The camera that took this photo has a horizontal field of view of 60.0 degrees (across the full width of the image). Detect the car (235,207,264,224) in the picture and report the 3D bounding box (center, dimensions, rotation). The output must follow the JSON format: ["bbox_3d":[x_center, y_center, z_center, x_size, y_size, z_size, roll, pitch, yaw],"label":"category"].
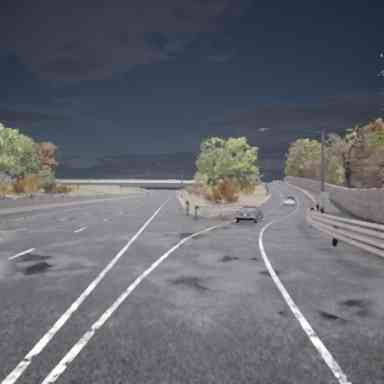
[{"bbox_3d":[5.204,2.003,29.547,2.033,1.411,5.357,1,-1,20],"label":"car"}]

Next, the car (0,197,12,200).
[{"bbox_3d":[-23.323,1.363,38.756,1.837,1.490,4.892,0,-1,-3],"label":"car"}]

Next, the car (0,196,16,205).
[{"bbox_3d":[-31.110,1.419,54.725,1.895,1.301,4.718,0,0,-3],"label":"car"}]

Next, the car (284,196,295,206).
[{"bbox_3d":[19.222,2.021,65.959,1.895,1.301,4.718,1,3,17],"label":"car"}]

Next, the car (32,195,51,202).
[{"bbox_3d":[-31.929,1.327,70.692,2.128,1.511,4.902,0,0,-3],"label":"car"}]

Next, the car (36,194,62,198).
[{"bbox_3d":[-24.197,1.425,56.533,1.994,1.385,4.181,0,0,-3],"label":"car"}]

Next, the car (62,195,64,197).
[{"bbox_3d":[-28.455,1.284,71.276,1.882,1.535,5.008,0,0,-3],"label":"car"}]

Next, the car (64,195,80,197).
[{"bbox_3d":[-24.952,1.358,71.310,2.128,1.511,4.902,0,0,-3],"label":"car"}]

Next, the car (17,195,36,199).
[{"bbox_3d":[-27.642,1.343,55.313,1.837,1.490,4.892,0,0,-2],"label":"car"}]
